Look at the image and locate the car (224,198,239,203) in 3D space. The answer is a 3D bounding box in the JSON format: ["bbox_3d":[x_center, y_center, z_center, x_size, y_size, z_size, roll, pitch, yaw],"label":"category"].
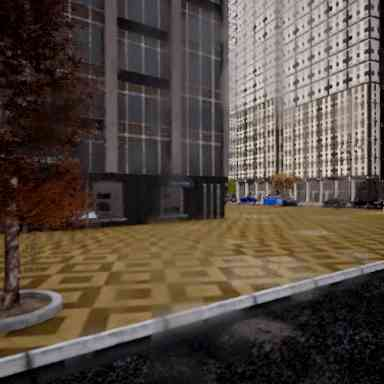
[{"bbox_3d":[10.241,2.211,86.122,1.802,1.307,4.206,-1,0,-24],"label":"car"}]

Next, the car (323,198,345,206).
[{"bbox_3d":[23.736,1.653,55.191,1.947,1.339,4.313,-1,0,-24],"label":"car"}]

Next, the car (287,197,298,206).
[{"bbox_3d":[15.713,1.445,59.253,2.150,2.045,5.566,0,-1,-23],"label":"car"}]

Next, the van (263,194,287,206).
[{"bbox_3d":[13.800,1.558,56.996,1.690,1.788,3.998,-1,0,-24],"label":"van"}]

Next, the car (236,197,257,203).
[{"bbox_3d":[12.493,1.760,74.256,1.882,1.535,5.008,0,-1,-24],"label":"car"}]

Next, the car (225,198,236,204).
[{"bbox_3d":[7.058,2.037,72.460,2.008,1.369,4.403,-1,0,-24],"label":"car"}]

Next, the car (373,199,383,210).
[{"bbox_3d":[22.803,1.421,36.373,2.008,1.369,4.403,-1,0,-24],"label":"car"}]

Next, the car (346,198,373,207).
[{"bbox_3d":[25.985,1.566,50.036,1.947,1.339,4.313,-1,0,-24],"label":"car"}]
